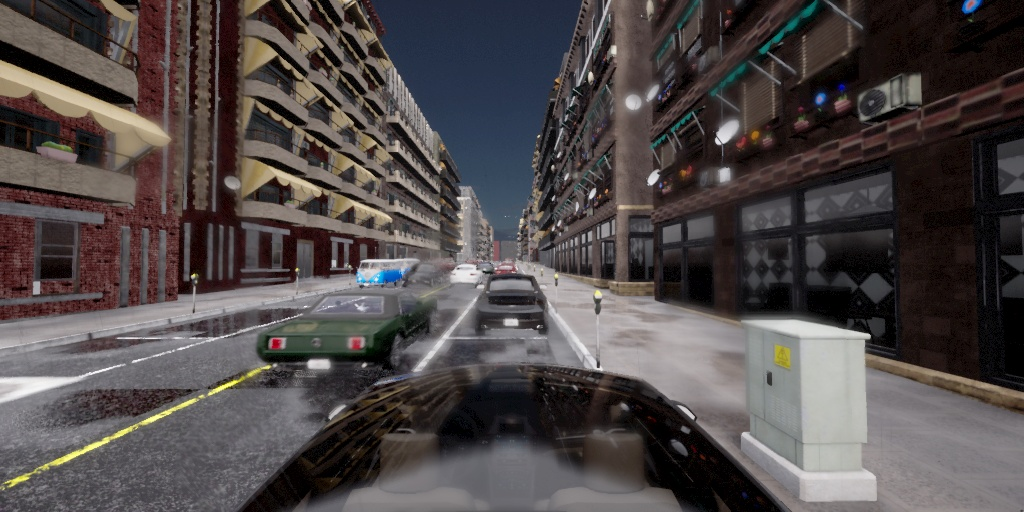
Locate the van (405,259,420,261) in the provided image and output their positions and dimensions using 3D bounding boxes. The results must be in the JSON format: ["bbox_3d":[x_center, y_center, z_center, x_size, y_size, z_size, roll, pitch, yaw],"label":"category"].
[{"bbox_3d":[-8.336,1.117,28.134,1.690,1.789,3.998,0,0,0],"label":"van"}]

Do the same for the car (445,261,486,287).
[{"bbox_3d":[-3.021,1.296,24.335,1.812,1.442,4.674,0,0,0],"label":"car"}]

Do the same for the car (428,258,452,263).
[{"bbox_3d":[-8.336,1.115,39.194,2.192,1.841,5.009,0,0,0],"label":"car"}]

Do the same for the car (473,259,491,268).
[{"bbox_3d":[-2.925,1.366,40.080,1.994,1.385,4.181,0,0,0],"label":"car"}]

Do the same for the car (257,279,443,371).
[{"bbox_3d":[-2.922,1.354,7.671,1.895,1.301,4.718,0,0,0],"label":"car"}]

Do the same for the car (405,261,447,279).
[{"bbox_3d":[-5.869,1.274,23.942,1.837,1.490,4.892,0,0,0],"label":"car"}]

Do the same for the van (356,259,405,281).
[{"bbox_3d":[-8.336,1.108,22.602,1.690,1.789,3.998,0,0,0],"label":"van"}]

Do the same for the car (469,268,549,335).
[{"bbox_3d":[0.000,1.259,10.503,1.837,1.490,4.892,0,0,0],"label":"car"}]

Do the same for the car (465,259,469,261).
[{"bbox_3d":[-8.337,1.410,55.786,1.948,1.339,4.313,0,0,0],"label":"car"}]

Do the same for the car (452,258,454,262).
[{"bbox_3d":[-8.337,1.128,44.724,2.192,1.841,5.009,0,0,0],"label":"car"}]

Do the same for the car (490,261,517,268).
[{"bbox_3d":[-0.453,1.322,28.072,1.888,1.381,4.507,0,0,0],"label":"car"}]

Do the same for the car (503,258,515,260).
[{"bbox_3d":[-0.447,1.240,39.134,1.967,1.591,4.097,0,0,0],"label":"car"}]
